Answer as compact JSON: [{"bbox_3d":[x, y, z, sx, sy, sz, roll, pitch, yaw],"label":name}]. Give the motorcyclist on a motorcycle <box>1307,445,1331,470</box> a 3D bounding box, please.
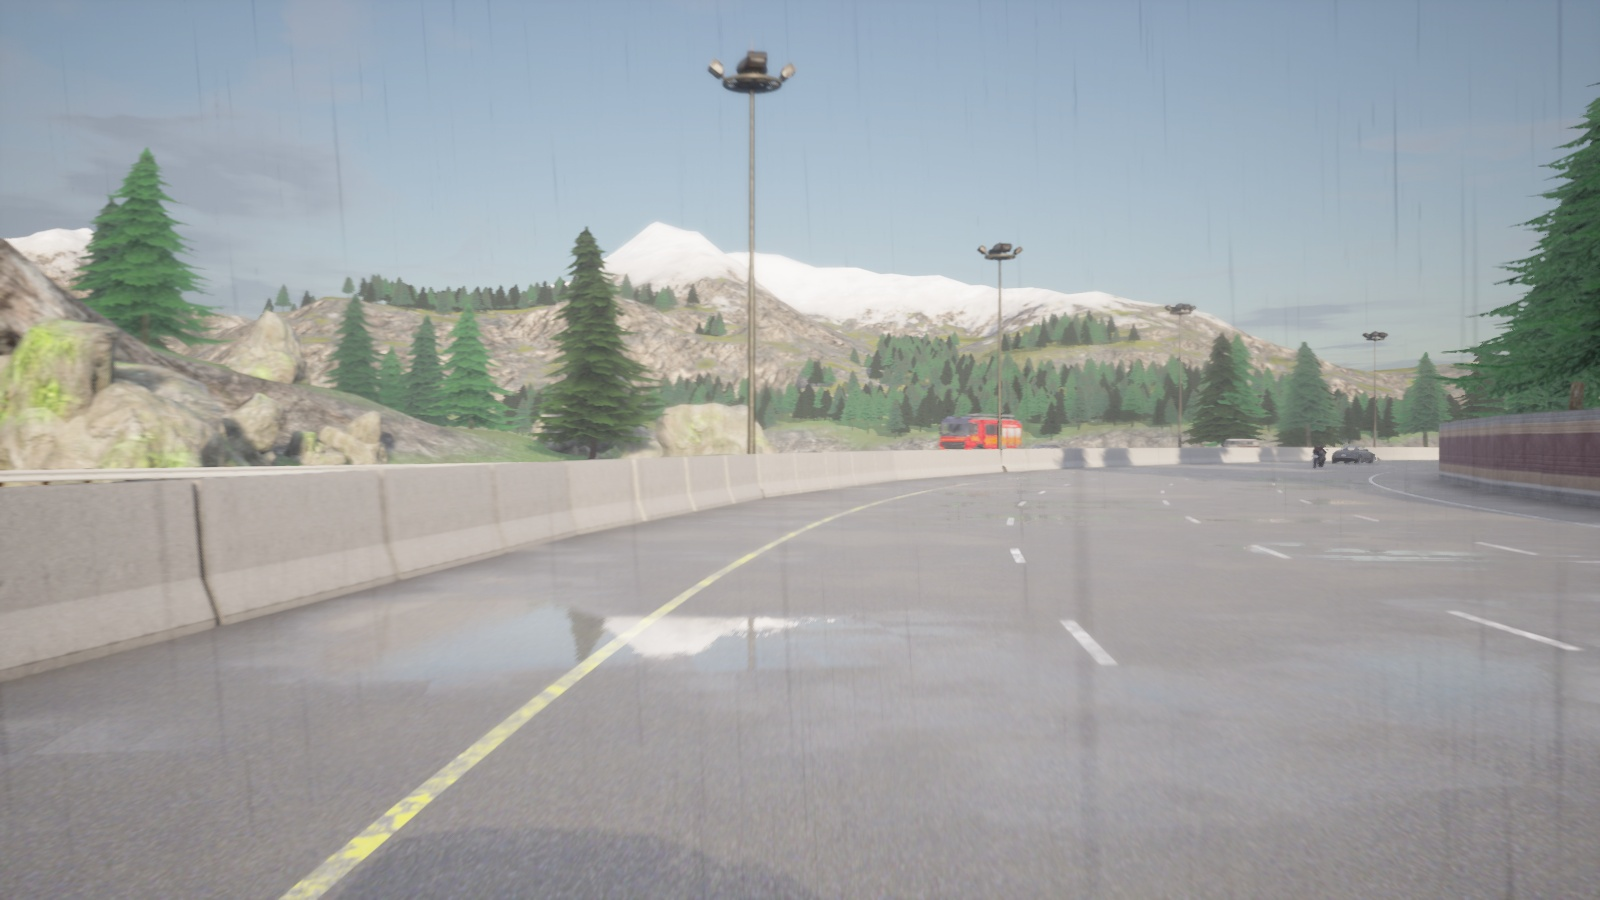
[{"bbox_3d":[31.867,0.464,77.118,0.866,1.530,2.191,1,1,35],"label":"motorcyclist on a motorcycle"}]
